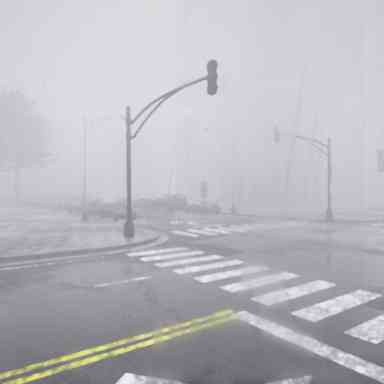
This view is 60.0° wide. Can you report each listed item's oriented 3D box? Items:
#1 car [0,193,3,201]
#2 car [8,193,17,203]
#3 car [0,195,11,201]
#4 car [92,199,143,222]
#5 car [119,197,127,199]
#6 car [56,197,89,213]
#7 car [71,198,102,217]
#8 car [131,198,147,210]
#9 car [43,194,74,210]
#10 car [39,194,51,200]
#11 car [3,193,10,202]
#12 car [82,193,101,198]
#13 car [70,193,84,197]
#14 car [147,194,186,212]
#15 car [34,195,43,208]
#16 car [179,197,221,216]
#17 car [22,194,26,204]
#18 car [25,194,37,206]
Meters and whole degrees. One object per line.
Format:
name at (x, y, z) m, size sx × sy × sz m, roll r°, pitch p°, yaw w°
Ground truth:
car at (-39.332, 1.366, 71.402) m, size 1.947 × 1.339 × 4.313 m, roll 0°, pitch 0°, yaw -36°
car at (-32.644, 1.363, 62.318) m, size 1.887 × 1.381 × 4.507 m, roll 0°, pitch 0°, yaw -36°
car at (-42.674, 1.375, 75.942) m, size 1.802 × 1.307 × 4.206 m, roll 0°, pitch 0°, yaw -36°
car at (-5.894, 1.493, 25.988) m, size 1.947 × 1.339 × 4.313 m, roll 0°, pitch 0°, yaw -36°
car at (-9.058, 1.380, 44.662) m, size 1.947 × 1.339 × 4.313 m, roll 0°, pitch 0°, yaw -36°
car at (-12.582, 1.473, 35.071) m, size 1.802 × 1.307 × 4.206 m, roll 0°, pitch 0°, yaw -36°
car at (-9.239, 1.474, 30.530) m, size 1.947 × 1.339 × 4.313 m, roll 0°, pitch 0°, yaw -36°
car at (-5.715, 1.396, 40.122) m, size 1.947 × 1.339 × 4.313 m, roll 0°, pitch 0°, yaw -36°
car at (-15.926, 1.315, 39.611) m, size 1.967 × 1.590 × 4.097 m, roll 0°, pitch 0°, yaw -36°
car at (-35.904, 1.257, 81.125) m, size 1.752 × 1.417 × 4.829 m, roll 0°, pitch 0°, yaw -36°
car at (-35.989, 1.124, 66.859) m, size 2.192 × 1.841 × 5.009 m, roll 0°, pitch 0°, yaw -36°
car at (-15.745, 1.333, 53.743) m, size 1.887 × 1.381 × 4.507 m, roll 0°, pitch 0°, yaw -36°
car at (-19.089, 1.092, 58.284) m, size 2.192 × 1.841 × 5.009 m, roll 0°, pitch 0°, yaw -36°
car at (-2.373, 1.162, 35.581) m, size 2.192 × 1.841 × 5.009 m, roll 0°, pitch 0°, yaw -36°
car at (-19.270, 1.443, 44.153) m, size 1.802 × 1.307 × 4.206 m, roll 0°, pitch 0°, yaw -36°
car at (0.972, 1.449, 31.041) m, size 1.802 × 1.307 × 4.206 m, roll 0°, pitch 0°, yaw -36°
car at (-25.957, 1.404, 53.236) m, size 1.947 × 1.339 × 4.313 m, roll 0°, pitch 0°, yaw -36°
car at (-22.512, 1.374, 48.557) m, size 1.752 × 1.417 × 4.829 m, roll 0°, pitch 0°, yaw -36°
